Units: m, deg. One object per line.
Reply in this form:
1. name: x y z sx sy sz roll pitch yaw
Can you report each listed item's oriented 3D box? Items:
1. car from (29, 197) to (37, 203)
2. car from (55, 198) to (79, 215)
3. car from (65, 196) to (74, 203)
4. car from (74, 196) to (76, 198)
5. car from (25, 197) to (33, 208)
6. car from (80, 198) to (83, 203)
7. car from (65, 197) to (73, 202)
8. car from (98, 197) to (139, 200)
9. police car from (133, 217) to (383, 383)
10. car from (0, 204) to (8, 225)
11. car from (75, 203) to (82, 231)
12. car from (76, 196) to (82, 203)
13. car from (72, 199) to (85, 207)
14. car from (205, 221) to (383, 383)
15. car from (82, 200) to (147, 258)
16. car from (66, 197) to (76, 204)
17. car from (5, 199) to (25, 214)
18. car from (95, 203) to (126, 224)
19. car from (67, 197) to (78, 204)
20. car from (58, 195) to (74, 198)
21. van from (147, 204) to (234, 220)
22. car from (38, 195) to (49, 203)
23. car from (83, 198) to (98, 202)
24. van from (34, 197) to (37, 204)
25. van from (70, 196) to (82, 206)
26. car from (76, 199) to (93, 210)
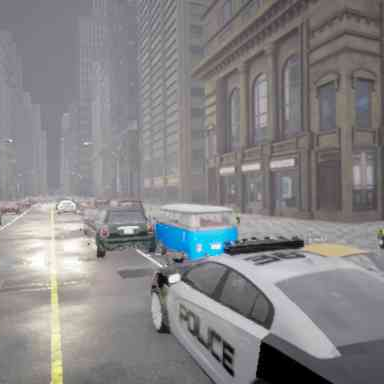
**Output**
1. car: -40.609 2.122 84.999 1.752 1.417 4.829 -1 0 -23
2. car: -13.961 1.712 37.001 1.812 1.442 4.674 -1 0 -22
3. car: -30.646 1.870 83.333 1.967 1.590 4.097 -1 0 -23
4. car: -17.528 1.674 52.388 1.967 1.590 4.097 -1 0 -23
5. car: -27.558 1.841 54.209 1.967 1.590 4.097 -1 0 -23
6. car: -10.966 1.702 36.917 1.947 1.339 4.313 -1 0 -23
7. car: -32.897 1.989 88.647 1.752 1.417 4.829 -1 0 -23
8. car: -4.412 1.356 21.444 2.192 1.841 5.009 -1 0 -23
9. police car: 0.847 1.400 4.280 1.930 1.638 5.238 -1 0 -23
10. car: -14.436 1.772 23.263 1.947 1.339 4.313 -1 0 -23
11. car: -5.353 1.585 18.910 1.812 1.442 4.674 -1 0 -23
12. car: -13.155 1.608 42.074 1.967 1.590 4.097 -1 0 -23
13. car: -19.712 1.848 57.546 1.802 1.307 4.206 -1 0 -23
14. car: 2.085 1.477 6.130 1.752 1.417 4.829 -1 0 -23
15. car: -3.003 1.378 13.358 2.097 1.767 4.553 -1 0 -23
16. car: -28.458 1.942 78.176 1.887 1.381 4.507 -1 0 -23
17. car: -20.997 1.848 38.736 1.887 1.381 4.507 -1 0 -23
18. car: -6.593 1.654 26.603 1.802 1.307 4.206 -1 0 -23
19. car: -26.271 1.909 73.018 1.887 1.381 4.507 -1 0 -23
20. car: -18.165 1.601 46.823 2.097 1.767 4.553 -1 0 -23
21. van: -0.039 1.321 11.130 1.690 1.788 3.998 -1 0 -23
22. car: -37.604 1.897 84.986 2.097 1.767 4.553 -1 0 -23
23. car: -8.785 1.419 31.759 2.192 1.841 5.009 -1 0 -23
24. van: -34.120 1.840 69.682 1.690 1.788 3.998 -1 0 -23
25. van: -21.902 1.640 62.703 1.690 1.788 3.998 -1 0 -23
26. car: -15.339 1.767 47.231 1.947 1.339 4.313 -1 0 -23
